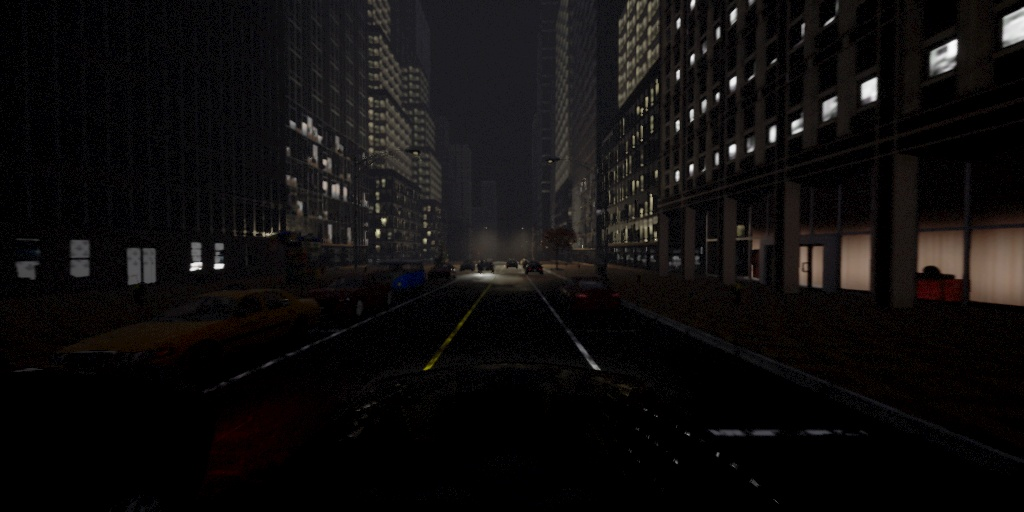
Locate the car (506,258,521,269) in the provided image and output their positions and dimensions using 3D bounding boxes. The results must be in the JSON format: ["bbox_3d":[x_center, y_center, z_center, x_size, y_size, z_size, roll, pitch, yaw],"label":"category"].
[{"bbox_3d":[-0.008,1.361,56.752,1.895,1.301,4.718,0,0,0],"label":"car"}]

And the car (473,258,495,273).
[{"bbox_3d":[-3.088,1.244,43.332,2.128,1.511,4.902,0,0,0],"label":"car"}]

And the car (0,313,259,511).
[{"bbox_3d":[-3.099,1.256,0.608,1.837,1.490,4.892,0,0,0],"label":"car"}]

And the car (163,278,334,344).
[{"bbox_3d":[-5.691,1.274,7.130,1.751,1.417,4.829,0,0,0],"label":"car"}]

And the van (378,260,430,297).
[{"bbox_3d":[-5.692,1.088,18.549,1.690,1.789,3.998,0,0,0],"label":"van"}]

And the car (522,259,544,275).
[{"bbox_3d":[2.345,1.276,38.802,1.812,1.442,4.674,0,0,0],"label":"car"}]

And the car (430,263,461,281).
[{"bbox_3d":[-5.694,1.293,29.799,1.888,1.381,4.507,0,0,0],"label":"car"}]

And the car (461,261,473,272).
[{"bbox_3d":[-5.697,1.304,46.675,2.007,1.370,4.403,0,0,0],"label":"car"}]

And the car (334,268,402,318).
[{"bbox_3d":[-5.692,1.293,12.925,1.888,1.381,4.507,0,0,0],"label":"car"}]

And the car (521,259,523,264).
[{"bbox_3d":[2.682,1.201,57.926,1.967,1.591,4.097,0,0,0],"label":"car"}]

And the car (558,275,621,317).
[{"bbox_3d":[2.689,1.329,12.927,1.802,1.307,4.207,0,0,0],"label":"car"}]
